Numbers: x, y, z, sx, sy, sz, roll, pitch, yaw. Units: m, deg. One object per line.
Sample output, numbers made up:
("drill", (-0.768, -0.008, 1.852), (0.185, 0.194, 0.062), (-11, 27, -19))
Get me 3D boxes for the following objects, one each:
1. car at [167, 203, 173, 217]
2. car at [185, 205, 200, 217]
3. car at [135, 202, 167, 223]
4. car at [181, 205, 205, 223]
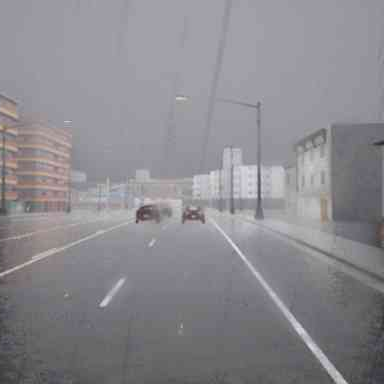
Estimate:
("car", (-3.440, 2.089, 40.288), (2.097, 1.767, 4.553), (0, -3, 0))
("car", (0.062, 2.274, 40.525), (1.812, 1.442, 4.674), (0, -2, 0))
("car", (-3.453, 1.735, 27.724), (1.882, 1.535, 5.008), (0, -1, 0))
("car", (0.101, 1.773, 27.381), (1.812, 1.442, 4.674), (0, -2, 0))
